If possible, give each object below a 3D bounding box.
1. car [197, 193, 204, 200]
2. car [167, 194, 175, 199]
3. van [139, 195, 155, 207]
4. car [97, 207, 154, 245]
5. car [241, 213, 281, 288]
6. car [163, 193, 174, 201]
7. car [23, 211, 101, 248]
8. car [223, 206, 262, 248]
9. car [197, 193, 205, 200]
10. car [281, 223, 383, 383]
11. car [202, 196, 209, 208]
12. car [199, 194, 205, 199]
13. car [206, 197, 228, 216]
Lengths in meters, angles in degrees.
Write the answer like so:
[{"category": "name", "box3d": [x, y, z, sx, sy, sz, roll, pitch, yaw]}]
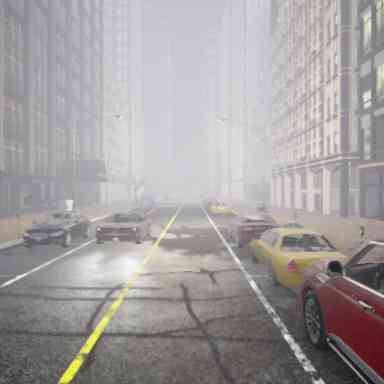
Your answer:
[{"category": "car", "box3d": [2.514, 1.163, 88.673, 2.192, 1.841, 5.009, 0, 0, 0]}, {"category": "car", "box3d": [-5.877, 1.271, 94.358, 1.967, 1.590, 4.097, 0, 0, 0]}, {"category": "van", "box3d": [-5.779, 1.290, 43.074, 1.690, 1.788, 3.998, 0, 0, 0]}, {"category": "car", "box3d": [-3.032, 1.587, 15.498, 1.895, 1.301, 4.718, 0, 0, 0]}, {"category": "car", "box3d": [2.668, 1.518, 9.066, 1.752, 1.417, 4.829, 0, 0, 0]}, {"category": "car", "box3d": [-5.844, 1.423, 77.263, 1.887, 1.381, 4.507, 0, 0, 0]}, {"category": "car", "box3d": [-5.723, 1.538, 14.581, 2.008, 1.369, 4.403, 0, 0, 0]}, {"category": "car", "box3d": [2.657, 1.533, 14.595, 1.887, 1.381, 4.507, 0, 0, 0]}, {"category": "car", "box3d": [2.503, 1.147, 94.371, 2.192, 1.841, 5.009, 0, 0, 0]}, {"category": "car", "box3d": [2.678, 1.313, 3.199, 2.192, 1.841, 5.009, 0, 0, 0]}, {"category": "car", "box3d": [2.603, 1.516, 43.087, 1.947, 1.339, 4.313, 0, 0, 0]}, {"category": "car", "box3d": [2.580, 1.495, 54.483, 1.947, 1.339, 4.313, 0, 0, 0]}, {"category": "car", "box3d": [2.624, 1.493, 31.860, 1.752, 1.417, 4.829, 0, 0, 0]}]
